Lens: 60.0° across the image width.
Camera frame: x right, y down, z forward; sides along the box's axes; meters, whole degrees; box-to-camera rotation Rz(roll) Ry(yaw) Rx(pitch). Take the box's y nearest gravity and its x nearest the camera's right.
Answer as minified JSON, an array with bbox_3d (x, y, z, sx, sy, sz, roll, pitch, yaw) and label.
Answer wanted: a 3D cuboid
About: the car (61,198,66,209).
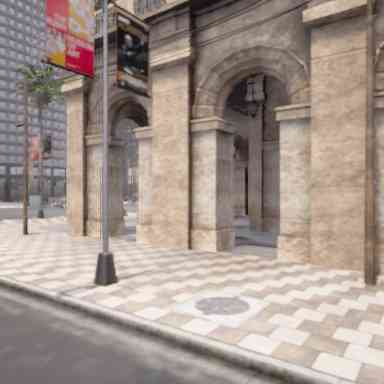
[{"bbox_3d":[-13.785,1.193,43.756,2.150,2.045,5.566,0,0,36],"label":"car"}]

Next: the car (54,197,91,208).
[{"bbox_3d":[-17.710,1.480,49.595,2.161,1.482,4.786,0,0,35],"label":"car"}]

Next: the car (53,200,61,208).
[{"bbox_3d":[-16.642,1.460,45.771,2.128,1.511,4.902,0,0,36],"label":"car"}]
